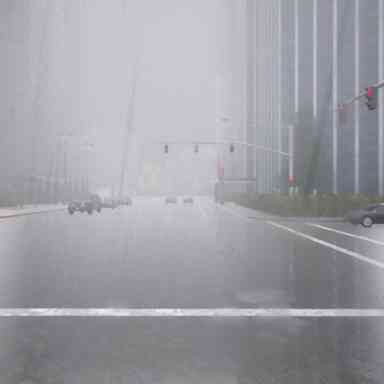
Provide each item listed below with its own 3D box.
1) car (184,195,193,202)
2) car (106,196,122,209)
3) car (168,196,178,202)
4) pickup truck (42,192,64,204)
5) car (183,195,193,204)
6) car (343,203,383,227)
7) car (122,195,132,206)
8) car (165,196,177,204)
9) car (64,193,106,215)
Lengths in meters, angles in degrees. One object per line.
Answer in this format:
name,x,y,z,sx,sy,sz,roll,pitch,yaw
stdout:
car,-0.828,1.387,75.567,1.882,1.535,5.008,0,0,0
car,-11.169,1.564,44.393,1.994,1.385,4.181,0,0,-1
car,-4.324,1.540,75.238,2.033,1.411,5.357,0,0,0
pickup truck,-24.321,1.059,60.016,2.390,2.098,6.274,0,0,30
car,-0.743,1.526,65.316,1.812,1.442,4.674,0,0,0
car,12.634,1.505,22.053,4.892,1.490,1.837,0,0,0
car,-11.242,1.352,54.600,2.097,1.767,4.553,0,0,-1
car,-4.140,1.601,64.977,1.895,1.301,4.718,0,0,0
car,-11.085,1.221,34.864,2.150,2.045,5.566,0,0,-1
